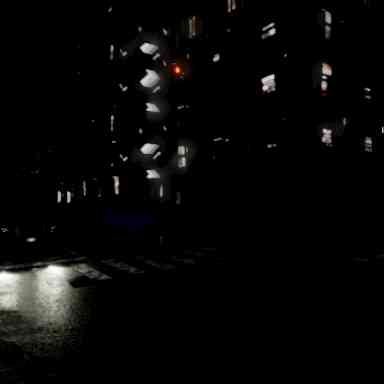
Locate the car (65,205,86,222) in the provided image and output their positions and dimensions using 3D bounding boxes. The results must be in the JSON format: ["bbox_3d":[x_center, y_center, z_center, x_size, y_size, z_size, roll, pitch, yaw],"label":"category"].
[{"bbox_3d":[-10.392,1.753,28.089,1.752,1.417,4.829,0,0,-36],"label":"car"}]

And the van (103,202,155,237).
[{"bbox_3d":[-3.659,1.475,18.776,1.690,1.788,3.998,0,0,-36],"label":"van"}]

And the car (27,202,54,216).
[{"bbox_3d":[-16.925,1.872,37.126,1.887,1.381,4.507,0,-1,-36],"label":"car"}]

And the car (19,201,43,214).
[{"bbox_3d":[-20.241,1.926,41.715,1.887,1.381,4.507,0,-1,-36],"label":"car"}]

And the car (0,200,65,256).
[{"bbox_3d":[-7.407,1.377,14.244,2.150,2.045,5.566,0,0,-36],"label":"car"}]

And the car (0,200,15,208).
[{"bbox_3d":[-33.508,2.148,60.071,2.008,1.369,4.403,0,-1,-36],"label":"car"}]
